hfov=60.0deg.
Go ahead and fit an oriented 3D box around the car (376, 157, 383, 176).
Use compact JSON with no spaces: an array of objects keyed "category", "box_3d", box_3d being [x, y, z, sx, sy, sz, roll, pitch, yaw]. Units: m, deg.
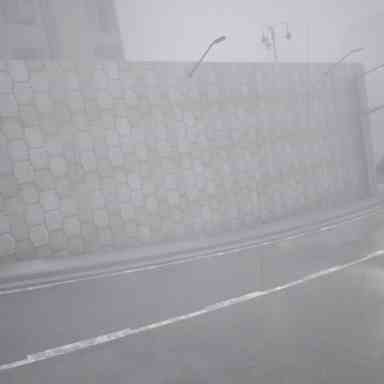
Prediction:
[{"category":"car","box_3d":[18.173,-2.418,28.076,2.097,1.767,4.553,-15,8,-32]}]
